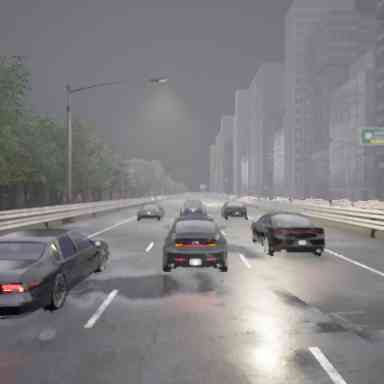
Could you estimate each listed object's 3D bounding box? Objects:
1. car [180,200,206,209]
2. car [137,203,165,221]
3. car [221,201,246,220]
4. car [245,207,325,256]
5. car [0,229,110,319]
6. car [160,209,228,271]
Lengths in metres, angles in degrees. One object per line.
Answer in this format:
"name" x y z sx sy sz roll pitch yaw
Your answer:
"car" 0.101 1.418 27.322 2.097 1.767 4.553 0 0 0
"car" -3.397 1.632 28.222 1.994 1.385 4.181 0 0 0
"car" 3.604 1.548 29.078 1.882 1.535 5.008 0 0 0
"car" 3.600 1.509 13.317 1.882 1.535 5.008 0 0 0
"car" -3.415 1.566 7.721 2.033 1.411 5.357 0 0 0
"car" 0.096 1.533 10.964 1.837 1.490 4.892 0 0 0
